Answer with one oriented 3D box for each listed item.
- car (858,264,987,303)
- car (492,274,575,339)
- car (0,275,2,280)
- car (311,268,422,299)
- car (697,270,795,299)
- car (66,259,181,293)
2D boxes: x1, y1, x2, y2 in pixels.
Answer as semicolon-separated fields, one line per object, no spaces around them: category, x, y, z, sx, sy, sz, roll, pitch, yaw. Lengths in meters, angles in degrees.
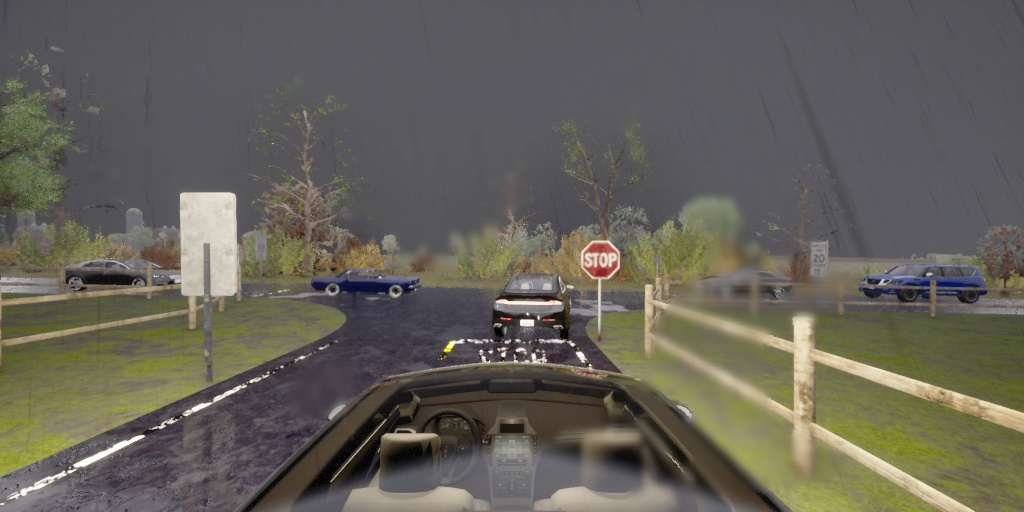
car;22.910;1.467;20.099;5.566;2.045;2.150;1;1;0
car;0.711;1.240;10.165;2.128;1.511;4.902;0;0;9
car;-27.784;0.717;17.238;4.674;1.442;1.812;1;1;0
car;-6.813;1.249;17.201;4.718;1.301;1.895;1;1;0
car;13.015;1.525;20.116;4.902;1.511;2.128;1;1;0
car;-18.481;0.885;17.225;4.902;1.511;2.128;1;1;0
